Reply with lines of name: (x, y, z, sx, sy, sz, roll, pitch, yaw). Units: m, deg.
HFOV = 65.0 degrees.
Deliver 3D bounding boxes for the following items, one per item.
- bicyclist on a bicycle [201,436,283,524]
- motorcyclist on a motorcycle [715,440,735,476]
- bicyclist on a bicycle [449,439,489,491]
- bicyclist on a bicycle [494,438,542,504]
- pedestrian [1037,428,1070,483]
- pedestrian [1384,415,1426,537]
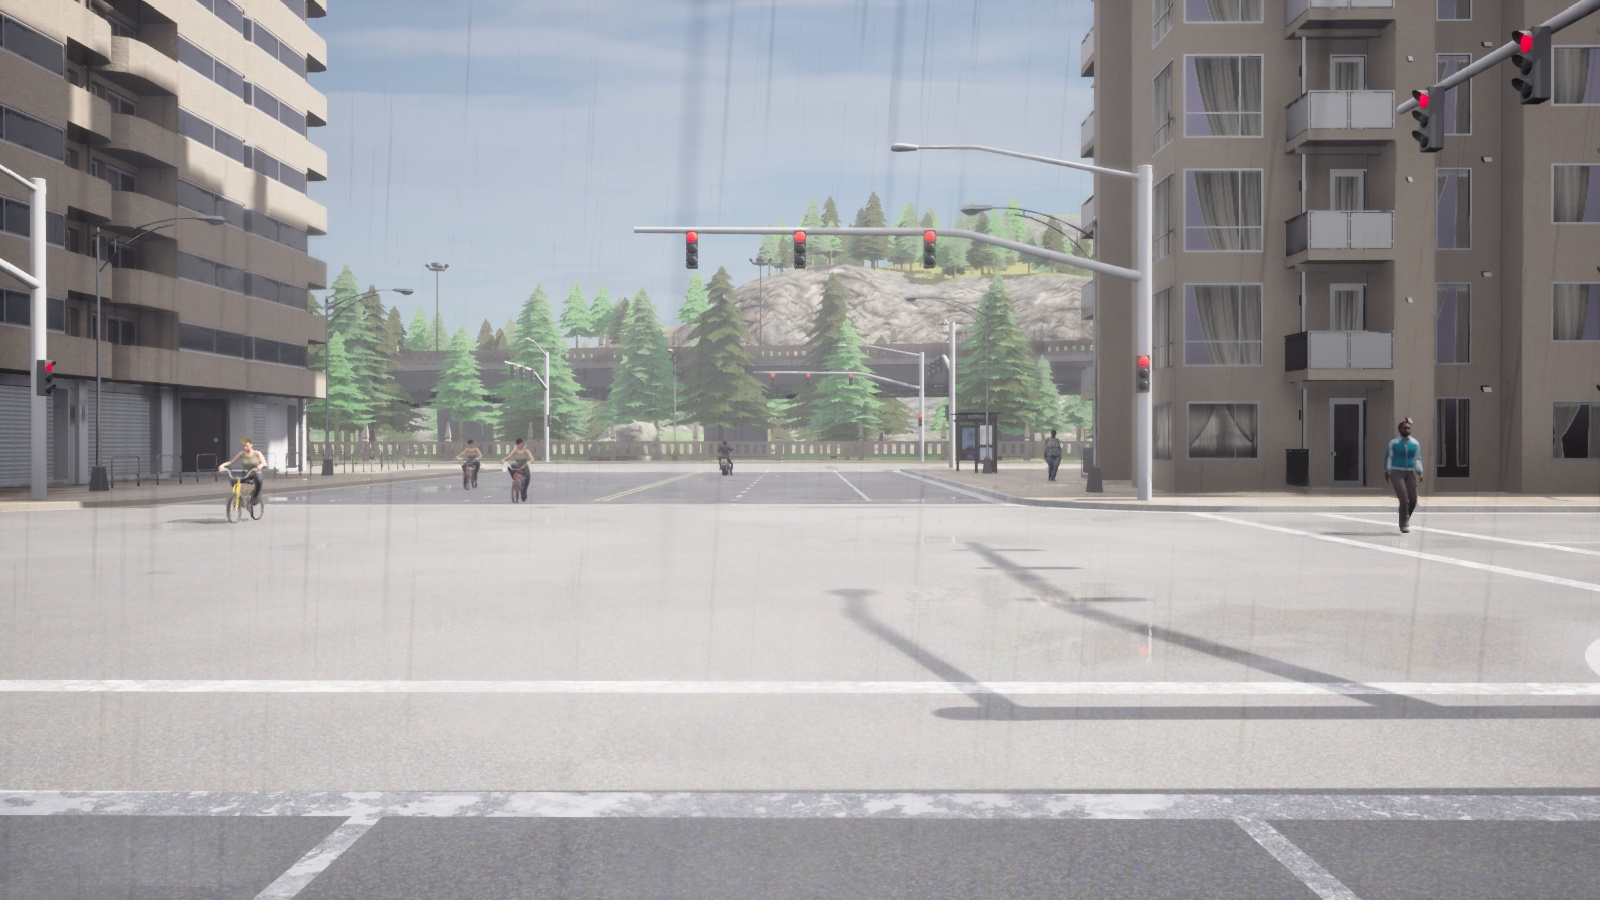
bicyclist on a bicycle: (-10.460, 0.541, 23.609, 0.866, 1.612, 1.509, 0, 0, 0)
motorcyclist on a motorcycle: (-3.437, 0.367, 57.900, 0.766, 1.649, 2.350, 0, 0, 0)
bicyclist on a bicycle: (-10.457, 0.450, 39.740, 0.866, 1.612, 1.509, 0, 0, 0)
bicyclist on a bicycle: (-6.963, 0.502, 31.055, 0.866, 1.612, 1.509, 0, 0, 0)
pedestrian: (8.646, 0.170, 42.838, 0.874, 1.855, 0.900, 0, 0, -4)
pedestrian: (9.698, 0.409, 20.141, 0.396, 1.930, 0.692, 0, 0, 8)
